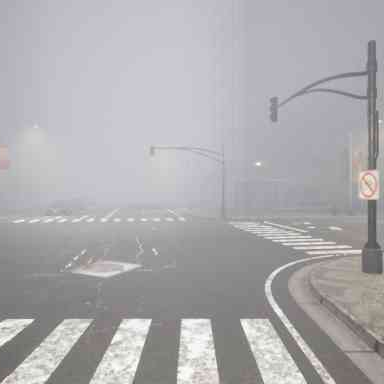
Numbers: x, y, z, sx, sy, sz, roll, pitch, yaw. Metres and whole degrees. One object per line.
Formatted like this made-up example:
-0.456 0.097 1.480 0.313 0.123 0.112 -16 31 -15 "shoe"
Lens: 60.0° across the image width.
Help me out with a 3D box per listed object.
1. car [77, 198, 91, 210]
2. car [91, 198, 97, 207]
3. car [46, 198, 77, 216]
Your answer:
-14.808 1.503 43.305 1.882 1.535 5.008 0 0 -9 "car"
-16.406 1.600 53.148 1.994 1.385 4.181 0 0 -9 "car"
-13.216 1.542 33.473 1.812 1.442 4.674 0 0 -10 "car"
